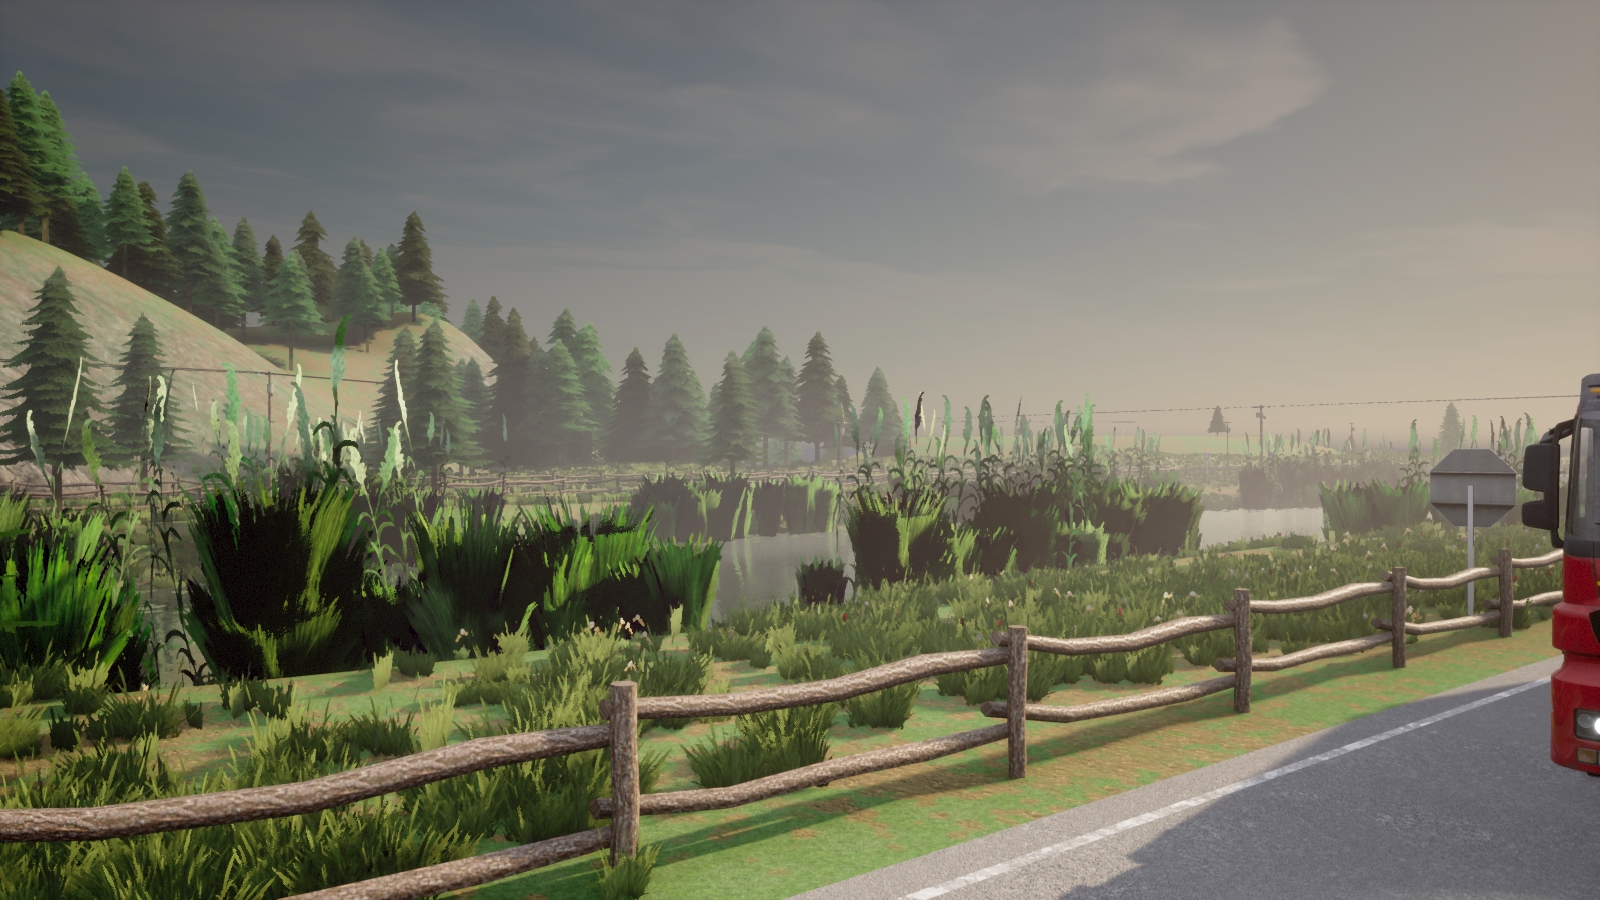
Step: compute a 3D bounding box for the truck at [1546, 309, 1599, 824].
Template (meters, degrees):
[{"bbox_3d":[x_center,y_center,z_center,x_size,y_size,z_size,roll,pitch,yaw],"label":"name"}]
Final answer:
[{"bbox_3d":[9.569,0.862,10.969,2.891,3.827,8.468,0,0,41],"label":"truck"}]
